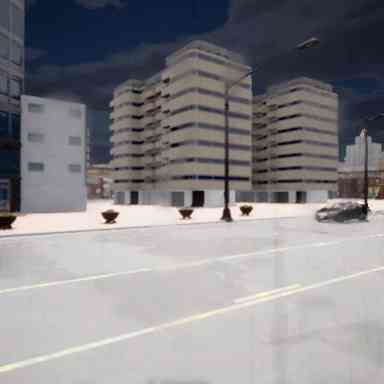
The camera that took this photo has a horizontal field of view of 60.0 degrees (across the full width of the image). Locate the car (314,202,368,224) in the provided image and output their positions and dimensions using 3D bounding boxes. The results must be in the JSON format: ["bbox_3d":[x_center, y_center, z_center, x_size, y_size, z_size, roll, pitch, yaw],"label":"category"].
[{"bbox_3d":[11.060,1.483,24.593,4.902,1.511,2.128,0,0,-35],"label":"car"}]
